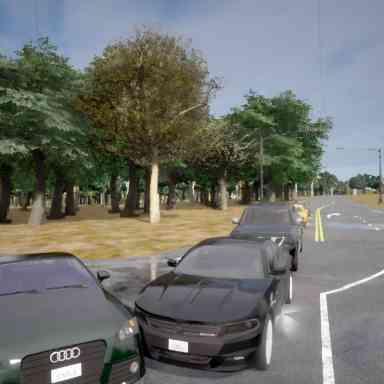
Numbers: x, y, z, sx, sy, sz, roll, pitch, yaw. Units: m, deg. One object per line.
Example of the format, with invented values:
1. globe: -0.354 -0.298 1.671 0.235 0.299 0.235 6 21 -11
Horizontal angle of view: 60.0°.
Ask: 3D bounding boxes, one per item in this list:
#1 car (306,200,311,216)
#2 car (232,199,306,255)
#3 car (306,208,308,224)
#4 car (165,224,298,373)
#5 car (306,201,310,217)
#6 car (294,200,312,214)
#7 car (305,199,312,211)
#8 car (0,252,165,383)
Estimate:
1. car: 9.342 1.723 29.515 1.812 1.442 4.674 -1 0 21
2. car: 2.881 1.459 12.363 2.150 2.045 5.566 -2 0 21
3. car: 5.117 1.773 18.263 1.895 1.301 4.718 -1 0 21
4. car: 0.751 1.612 6.226 1.882 1.535 5.008 -1 -2 21
5. car: 7.275 1.662 24.014 1.882 1.535 5.008 -1 0 21
6. car: 13.382 1.745 40.094 1.812 1.442 4.674 -1 0 21
7. car: 11.378 1.561 34.887 2.097 1.767 4.553 -1 0 21
8. car: -2.297 1.642 4.933 1.994 1.385 4.181 1 -2 -33
